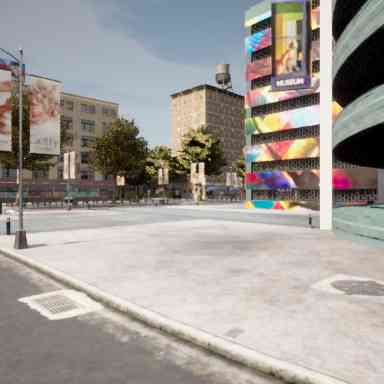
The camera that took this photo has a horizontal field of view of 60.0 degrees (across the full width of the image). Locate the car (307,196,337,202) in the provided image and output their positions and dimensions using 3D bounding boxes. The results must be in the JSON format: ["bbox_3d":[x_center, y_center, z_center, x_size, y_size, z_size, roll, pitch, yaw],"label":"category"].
[{"bbox_3d":[14.979,1.320,39.725,4.674,1.452,2.002,0,0,-44],"label":"car"}]
